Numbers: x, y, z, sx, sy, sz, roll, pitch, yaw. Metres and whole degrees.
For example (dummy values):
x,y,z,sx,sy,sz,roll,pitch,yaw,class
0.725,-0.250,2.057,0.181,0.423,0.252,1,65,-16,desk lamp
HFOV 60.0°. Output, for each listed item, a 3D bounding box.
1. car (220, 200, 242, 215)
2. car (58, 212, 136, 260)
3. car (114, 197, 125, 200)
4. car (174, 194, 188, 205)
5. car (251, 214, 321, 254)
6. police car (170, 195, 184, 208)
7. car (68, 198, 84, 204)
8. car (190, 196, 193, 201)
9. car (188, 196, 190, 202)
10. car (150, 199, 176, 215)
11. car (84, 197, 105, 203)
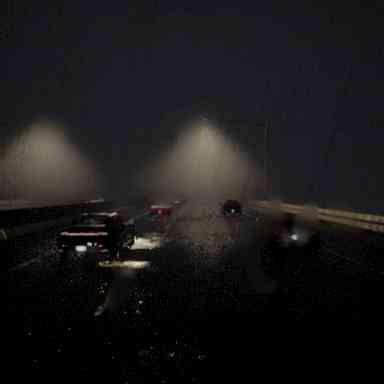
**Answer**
x,y,z,sx,sy,sz,roll,pitch,yaw,class
3.963,1.555,34.204,1.837,1.490,4.892,0,0,1,car
-3.340,1.501,12.497,2.128,1.511,4.902,0,0,0,car
-12.973,1.673,59.933,1.994,1.385,4.181,0,0,3,car
-2.374,1.344,61.620,2.150,2.045,5.566,0,0,2,car
3.669,1.577,13.677,1.994,1.385,4.181,0,0,0,car
-2.736,1.595,50.627,2.038,1.542,4.974,0,0,2,police car
-20.045,1.662,58.016,1.994,1.385,4.181,0,0,2,car
-1.445,1.728,83.505,1.812,1.442,4.674,0,0,3,car
-1.937,1.617,72.739,1.801,1.575,5.366,0,0,2,car
-3.040,1.647,34.174,1.895,1.301,4.718,0,0,1,car
-16.552,1.627,57.878,1.812,1.442,4.674,0,0,2,car
